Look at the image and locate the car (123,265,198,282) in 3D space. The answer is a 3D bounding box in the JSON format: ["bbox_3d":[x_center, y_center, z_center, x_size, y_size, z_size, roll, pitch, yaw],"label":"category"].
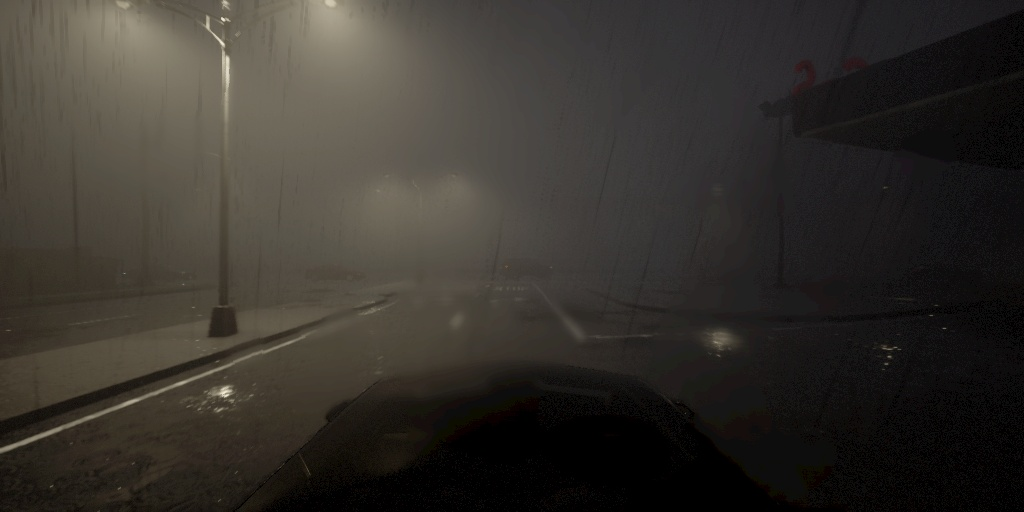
[{"bbox_3d":[-31.386,1.552,32.088,5.357,1.411,2.033,0,0,1],"label":"car"}]

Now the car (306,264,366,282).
[{"bbox_3d":[-15.657,1.481,32.015,5.008,1.535,1.882,0,0,0],"label":"car"}]

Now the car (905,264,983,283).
[{"bbox_3d":[37.497,1.484,31.204,4.902,1.511,2.128,0,-1,8],"label":"car"}]

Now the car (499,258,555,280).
[{"bbox_3d":[1.518,1.253,35.605,5.566,2.045,2.150,0,-2,-20],"label":"car"}]
